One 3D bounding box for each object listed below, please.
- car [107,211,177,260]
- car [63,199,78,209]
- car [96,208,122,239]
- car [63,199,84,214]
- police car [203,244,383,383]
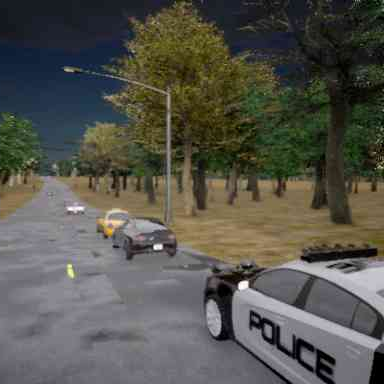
[{"bbox_3d":[-2.025,1.720,13.362,1.812,1.442,4.674,0,-1,-22],"label":"car"},{"bbox_3d":[-18.525,1.770,50.581,1.895,1.301,4.718,0,1,-22],"label":"car"},{"bbox_3d":[-4.387,1.709,19.083,1.801,1.575,5.366,0,-1,-22],"label":"car"},{"bbox_3d":[-13.929,1.915,39.527,1.895,1.301,4.718,0,0,-22],"label":"car"},{"bbox_3d":[1.748,1.491,4.224,1.930,1.638,5.238,0,-1,-22],"label":"police car"}]
